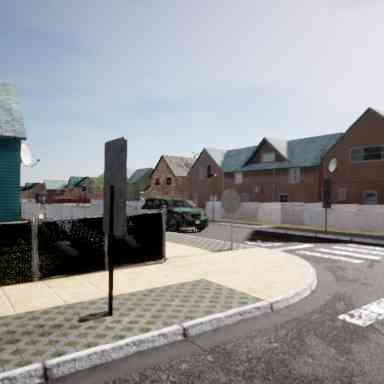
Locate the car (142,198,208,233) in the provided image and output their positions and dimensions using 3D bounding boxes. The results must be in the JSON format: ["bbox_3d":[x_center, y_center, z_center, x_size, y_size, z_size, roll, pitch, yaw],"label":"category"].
[{"bbox_3d":[-1.274,1.392,21.298,2.150,2.045,5.566,1,-1,-35],"label":"car"}]
